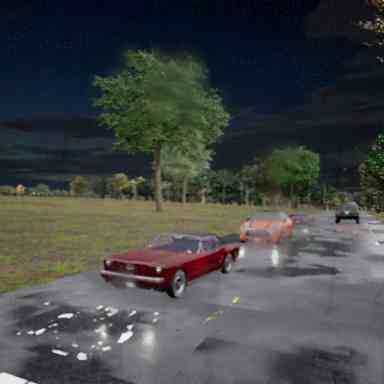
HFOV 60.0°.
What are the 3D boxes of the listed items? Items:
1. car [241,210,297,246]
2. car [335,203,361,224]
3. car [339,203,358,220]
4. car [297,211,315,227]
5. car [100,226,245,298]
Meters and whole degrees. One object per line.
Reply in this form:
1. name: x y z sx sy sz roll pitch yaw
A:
1. car: 4.171 1.819 18.254 2.097 1.767 4.553 0 -2 26
2. car: 15.948 2.165 34.045 2.150 2.045 5.566 0 -2 26
3. car: 20.641 2.465 43.742 2.150 2.045 5.566 0 -2 26
4. car: 9.747 2.352 29.630 1.994 1.385 4.181 0 -2 26
5. car: -0.315 1.816 9.370 1.895 1.301 4.718 0 -2 29
